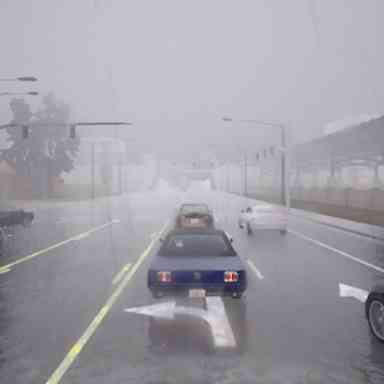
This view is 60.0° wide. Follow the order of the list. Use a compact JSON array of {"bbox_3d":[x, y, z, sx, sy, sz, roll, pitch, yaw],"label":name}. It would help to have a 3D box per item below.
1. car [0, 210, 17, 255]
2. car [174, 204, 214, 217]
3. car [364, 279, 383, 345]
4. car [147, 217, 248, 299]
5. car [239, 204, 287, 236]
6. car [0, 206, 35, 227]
[{"bbox_3d":[-7.078,1.454,9.208,1.812,1.442,4.674,0,0,0],"label":"car"},{"bbox_3d":[0.109,1.344,17.535,2.163,1.488,4.792,0,1,0],"label":"car"},{"bbox_3d":[3.614,1.505,3.301,1.812,1.442,4.674,0,0,0],"label":"car"},{"bbox_3d":[0.105,1.540,8.274,1.895,1.301,4.718,0,1,0],"label":"car"},{"bbox_3d":[3.612,1.370,17.436,1.812,1.442,4.674,0,1,0],"label":"car"},{"bbox_3d":[-10.525,1.437,18.016,1.895,1.301,4.718,0,1,1],"label":"car"}]
